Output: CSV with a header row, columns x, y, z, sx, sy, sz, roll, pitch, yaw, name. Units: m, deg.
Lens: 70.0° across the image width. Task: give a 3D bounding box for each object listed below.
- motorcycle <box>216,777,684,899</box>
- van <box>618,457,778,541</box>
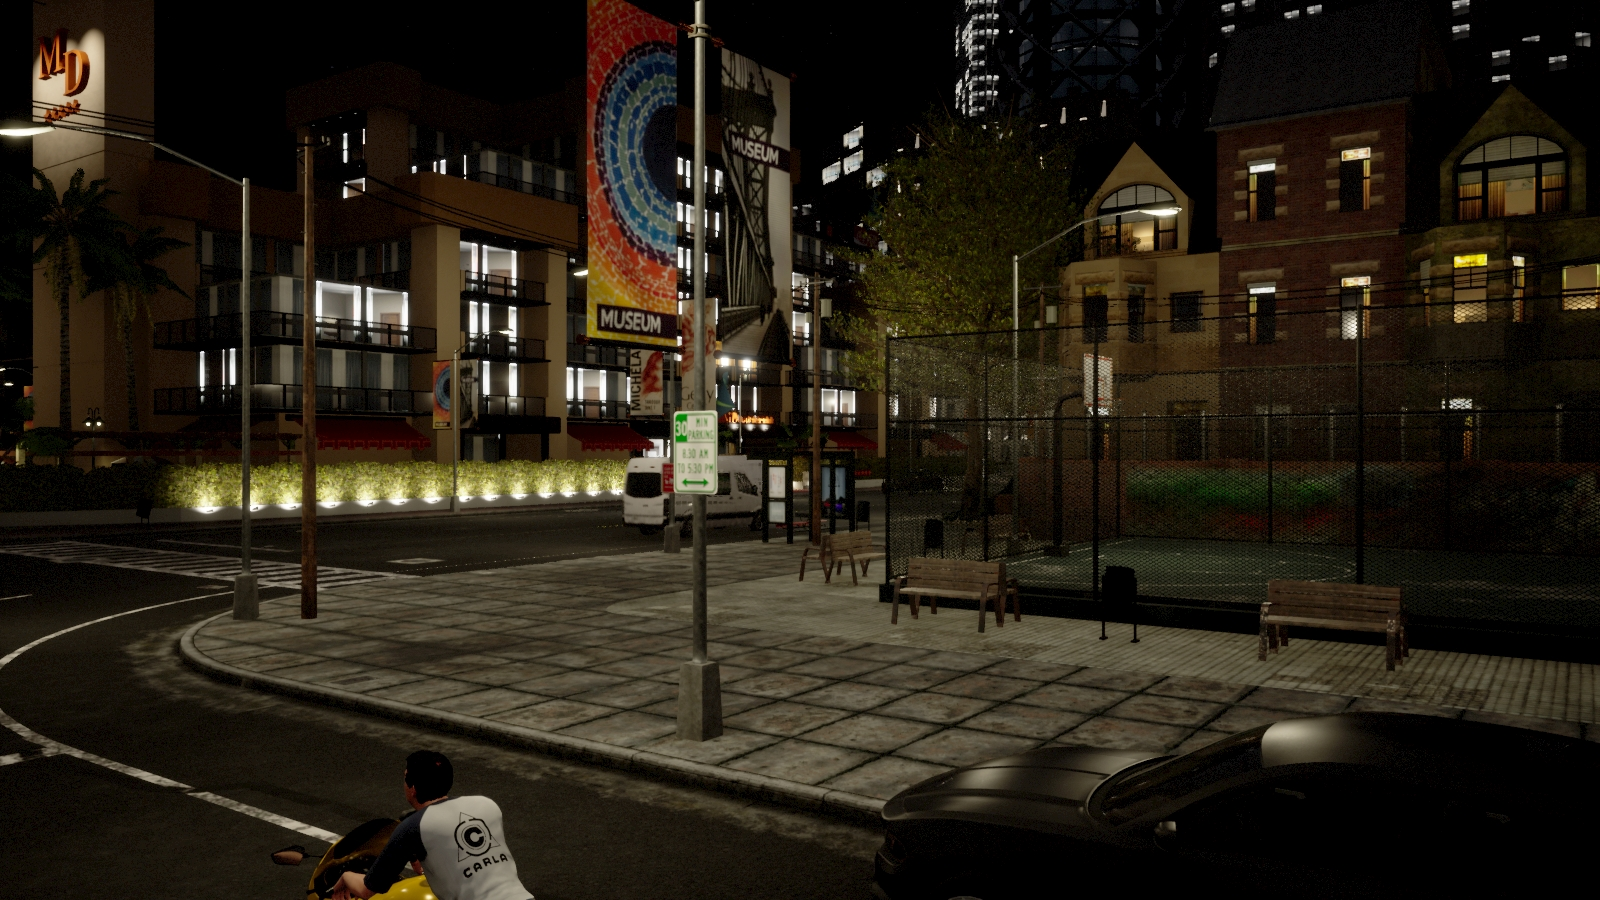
x,y,z,sx,sy,sz,roll,pitch,yaw,name
-1.529,2.213,4.819,2.033,1.145,0.803,0,0,35,motorcycle
-3.288,1.534,38.255,1.988,2.561,5.915,0,0,35,van
